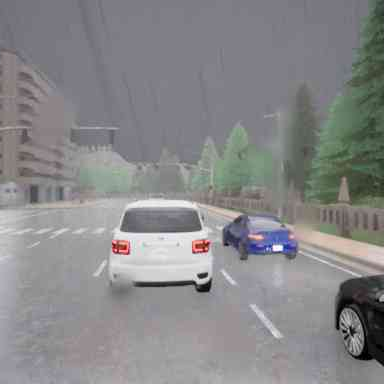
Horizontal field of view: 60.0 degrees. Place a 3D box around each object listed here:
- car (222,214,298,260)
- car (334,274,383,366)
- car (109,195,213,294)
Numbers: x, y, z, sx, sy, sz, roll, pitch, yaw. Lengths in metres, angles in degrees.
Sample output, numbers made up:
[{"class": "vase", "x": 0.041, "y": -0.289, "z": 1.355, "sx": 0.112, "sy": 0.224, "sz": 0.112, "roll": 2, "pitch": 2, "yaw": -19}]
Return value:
[{"class": "car", "x": 2.354, "y": 1.523, "z": 12.308, "sx": 1.812, "sy": 1.442, "sz": 4.674, "roll": 0, "pitch": 0, "yaw": -6}, {"class": "car", "x": 3.125, "y": 1.491, "z": 3.080, "sx": 2.128, "sy": 1.511, "sz": 4.902, "roll": 0, "pitch": 0, "yaw": -3}, {"class": "car", "x": -0.793, "y": 1.219, "z": 8.951, "sx": 2.150, "sy": 2.045, "sz": 5.566, "roll": 0, "pitch": 0, "yaw": -5}]
